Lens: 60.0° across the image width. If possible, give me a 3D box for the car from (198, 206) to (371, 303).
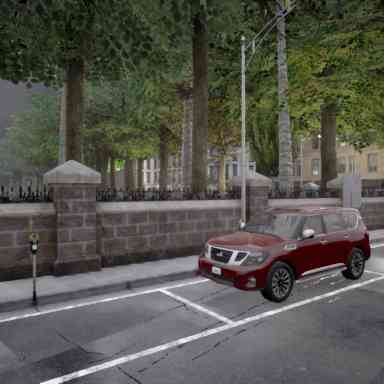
[{"bbox_3d":[2.542,1.314,8.402,5.009,1.841,2.192,0,0,-36],"label":"car"}]
